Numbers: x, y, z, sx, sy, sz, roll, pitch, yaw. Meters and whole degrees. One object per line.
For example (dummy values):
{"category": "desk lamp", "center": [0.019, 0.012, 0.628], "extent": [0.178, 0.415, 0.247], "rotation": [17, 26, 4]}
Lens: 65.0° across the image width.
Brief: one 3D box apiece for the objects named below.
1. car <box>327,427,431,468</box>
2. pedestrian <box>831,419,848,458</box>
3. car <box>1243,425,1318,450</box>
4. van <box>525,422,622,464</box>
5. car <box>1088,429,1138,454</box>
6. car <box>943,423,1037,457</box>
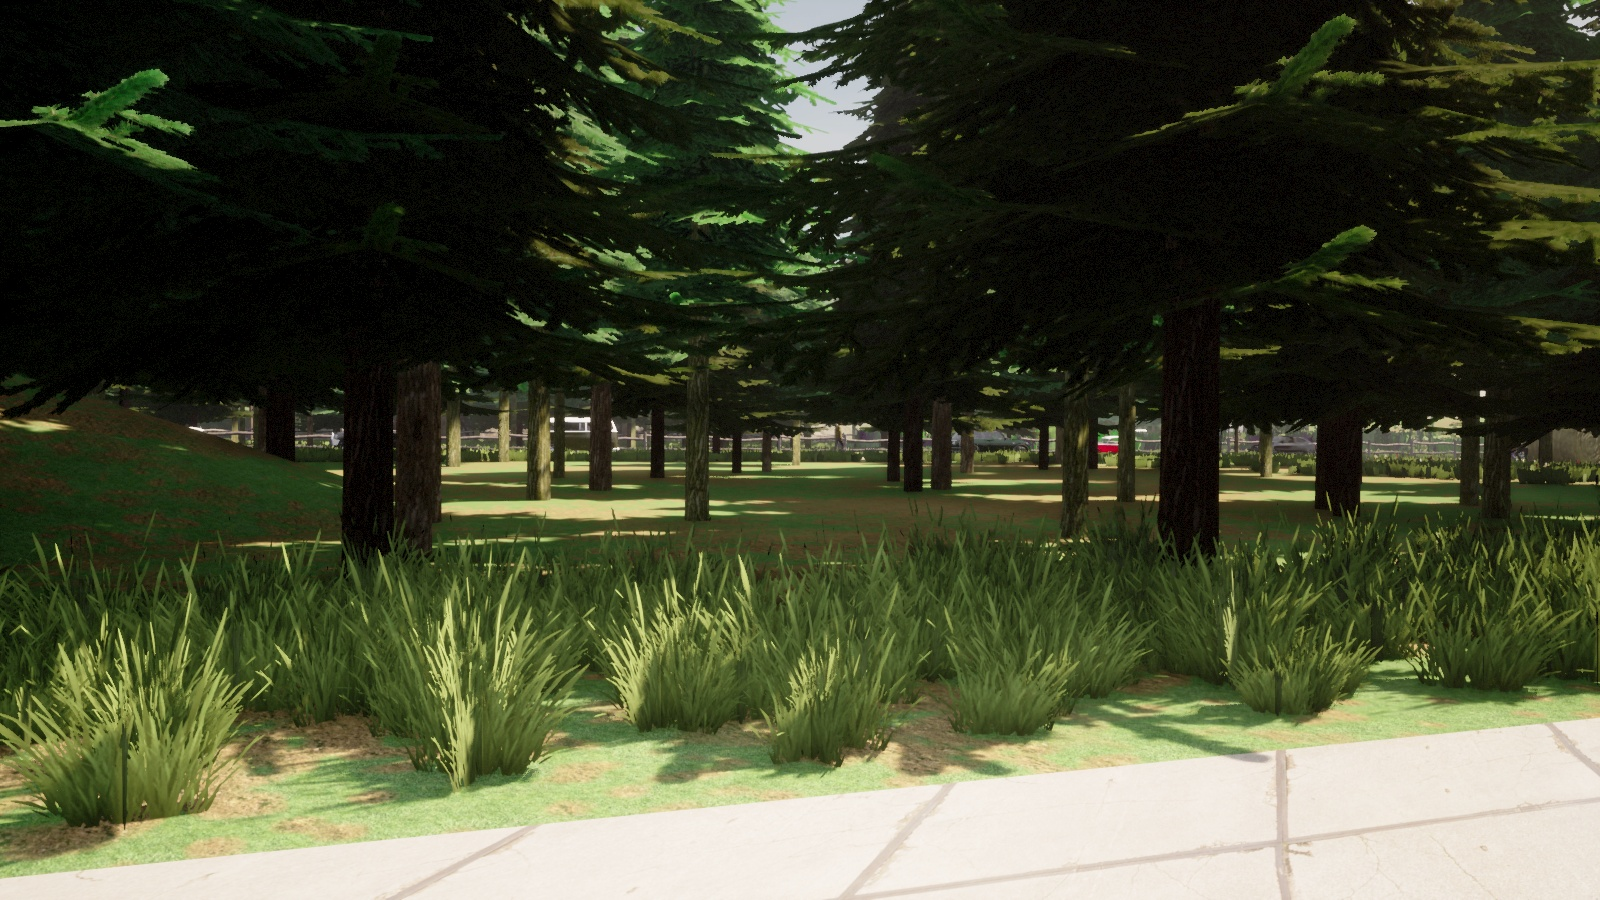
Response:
{"category": "car", "center": [-20.162, -0.146, 60.132], "extent": [4.605, 1.855, 1.932], "rotation": [-1, 1, -21]}
{"category": "pedestrian", "center": [1.923, -0.565, 60.567], "extent": [0.726, 1.835, 0.370], "rotation": [-1, 1, -34]}
{"category": "car", "center": [30.018, -0.794, 78.490], "extent": [4.193, 1.474, 1.816], "rotation": [-1, 1, -19]}
{"category": "van", "center": [-11.461, -0.387, 63.432], "extent": [4.480, 2.038, 2.069], "rotation": [-1, 1, -21]}
{"category": "car", "center": [17.551, -0.491, 70.444], "extent": [2.207, 1.376, 1.481], "rotation": [-1, 1, -19]}
{"category": "car", "center": [10.254, -0.566, 67.888], "extent": [4.553, 1.767, 2.097], "rotation": [-1, 1, -20]}
